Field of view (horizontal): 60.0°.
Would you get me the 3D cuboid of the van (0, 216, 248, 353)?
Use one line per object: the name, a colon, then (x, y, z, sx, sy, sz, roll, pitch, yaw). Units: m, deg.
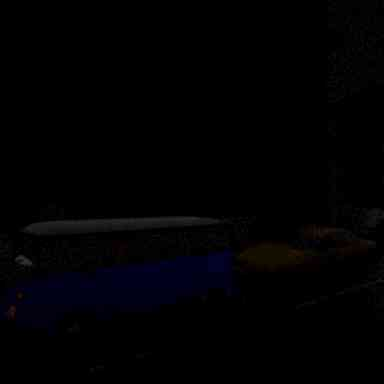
van: (-1.107, 1.352, 5.860, 3.998, 1.788, 1.690, 0, 0, -35)

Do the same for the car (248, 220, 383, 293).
car: (3.183, 1.560, 8.916, 4.829, 1.417, 1.752, 0, 0, -35)
